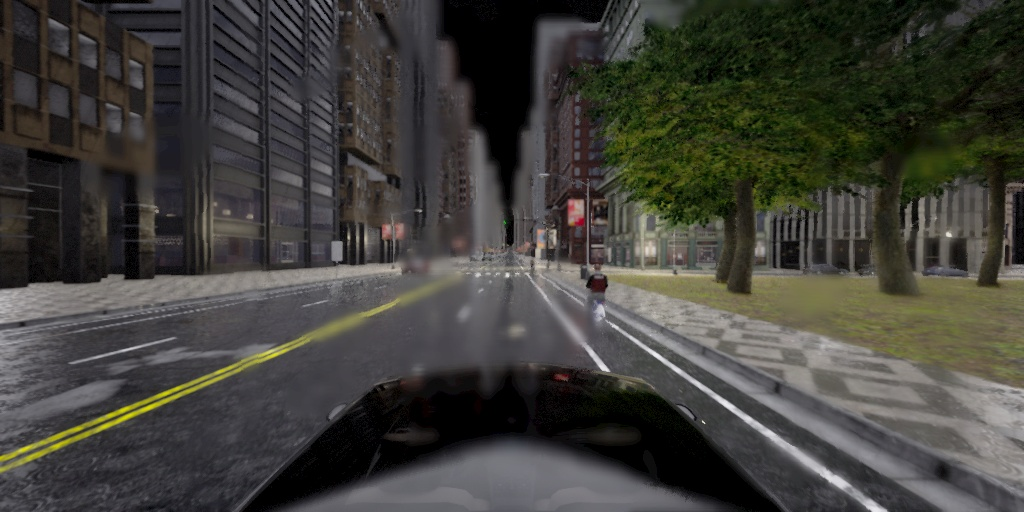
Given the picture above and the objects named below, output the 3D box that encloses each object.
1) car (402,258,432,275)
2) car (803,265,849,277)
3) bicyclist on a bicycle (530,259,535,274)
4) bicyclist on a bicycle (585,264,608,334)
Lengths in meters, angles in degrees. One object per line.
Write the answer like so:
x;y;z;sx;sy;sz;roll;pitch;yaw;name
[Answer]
-9.753;1.026;37.077;2.097;1.767;4.553;0;0;0;car
38.874;1.847;44.448;4.902;1.511;2.128;1;0;-1;car
2.258;1.135;39.666;0.582;1.620;1.656;1;-1;0;bicyclist on a bicycle
2.250;1.097;9.645;0.659;1.776;1.843;0;0;0;bicyclist on a bicycle
